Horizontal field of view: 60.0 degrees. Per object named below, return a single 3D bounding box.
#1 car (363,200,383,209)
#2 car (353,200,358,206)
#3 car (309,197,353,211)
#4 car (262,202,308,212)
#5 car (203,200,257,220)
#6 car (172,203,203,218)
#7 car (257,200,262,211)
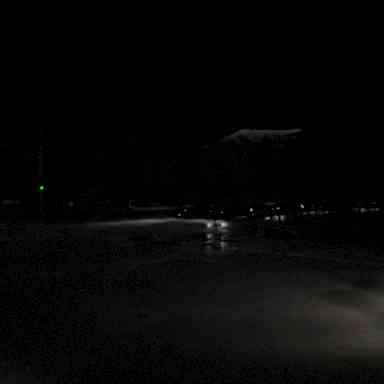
[{"bbox_3d":[26.468,1.511,47.299,5.008,1.535,1.882,0,0,-28],"label":"car"},{"bbox_3d":[22.304,1.417,49.018,4.553,1.767,2.097,0,0,-28],"label":"car"},{"bbox_3d":[17.529,1.556,41.895,4.902,1.511,2.128,0,0,-35],"label":"car"},{"bbox_3d":[10.149,1.590,36.159,4.892,1.490,1.837,0,0,-41],"label":"car"},{"bbox_3d":[3.503,1.604,29.665,1.837,1.490,4.892,-1,0,43],"label":"car"},{"bbox_3d":[0.346,1.726,31.469,1.895,1.301,4.718,-1,0,43],"label":"car"},{"bbox_3d":[6.797,1.638,37.846,4.674,1.442,1.812,0,0,-42],"label":"car"}]
